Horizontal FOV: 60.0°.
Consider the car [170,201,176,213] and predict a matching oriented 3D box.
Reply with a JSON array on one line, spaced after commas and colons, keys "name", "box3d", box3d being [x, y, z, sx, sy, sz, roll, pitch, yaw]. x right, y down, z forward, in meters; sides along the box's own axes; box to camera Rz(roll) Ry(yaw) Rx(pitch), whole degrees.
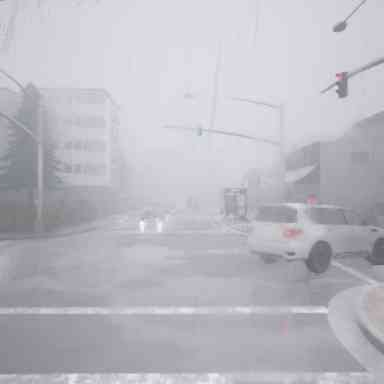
[{"name": "car", "box3d": [-3.574, 1.942, 42.248, 2.128, 1.511, 4.902, 0, -1, 0]}]

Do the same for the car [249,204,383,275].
[{"name": "car", "box3d": [4.457, 1.453, 11.342, 5.566, 2.045, 2.150, 3, -3, -33]}]

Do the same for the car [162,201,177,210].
[{"name": "car", "box3d": [-3.502, 2.111, 52.884, 2.033, 1.411, 5.357, 0, -1, 0]}]

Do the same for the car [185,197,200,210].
[{"name": "car", "box3d": [0.108, 1.803, 54.584, 2.150, 2.045, 5.566, 0, -1, 0]}]

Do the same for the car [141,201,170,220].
[{"name": "car", "box3d": [-3.592, 1.692, 31.868, 2.097, 1.767, 4.553, 0, -1, 0]}]
